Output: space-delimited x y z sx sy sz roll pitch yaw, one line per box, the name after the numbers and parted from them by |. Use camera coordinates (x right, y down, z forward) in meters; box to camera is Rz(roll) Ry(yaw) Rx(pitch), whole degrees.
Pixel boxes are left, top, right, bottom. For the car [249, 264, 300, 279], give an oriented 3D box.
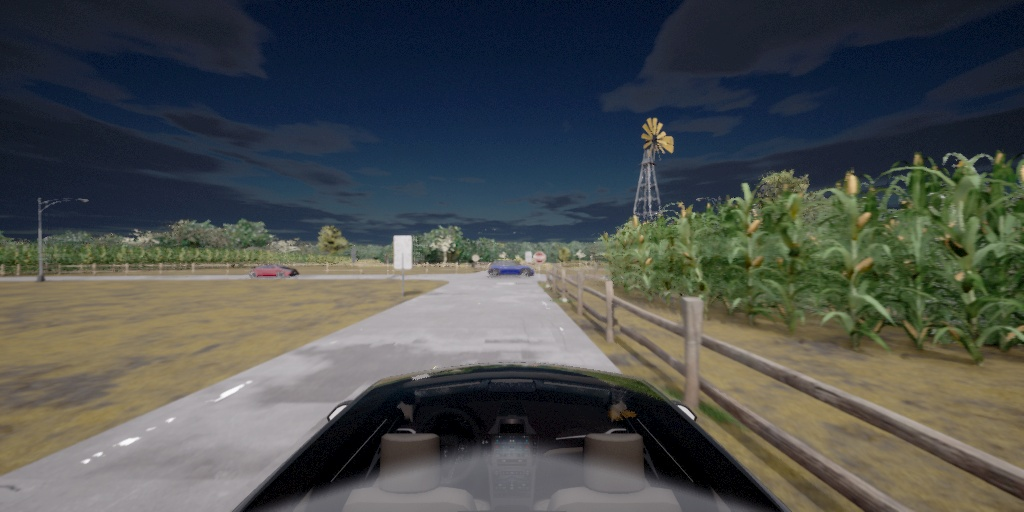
-23.307 1.475 35.217 4.181 1.385 1.994 0 1 1 | car

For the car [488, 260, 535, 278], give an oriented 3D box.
-0.058 1.188 35.266 4.553 1.767 2.097 0 0 0 | car
